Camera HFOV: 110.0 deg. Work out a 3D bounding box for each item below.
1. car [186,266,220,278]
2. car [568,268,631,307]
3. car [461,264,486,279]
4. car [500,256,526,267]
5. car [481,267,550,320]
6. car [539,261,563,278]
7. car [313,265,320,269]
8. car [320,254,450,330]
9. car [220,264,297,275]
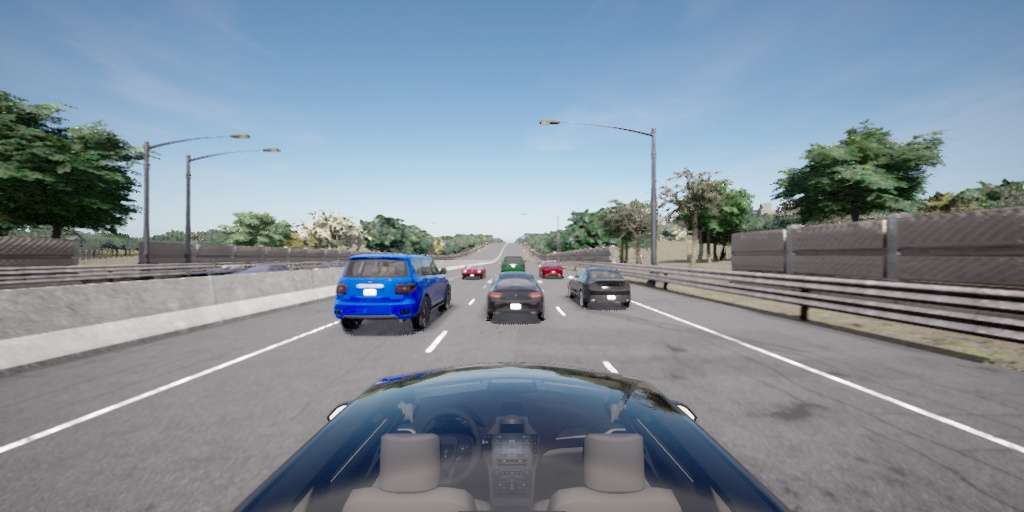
[{"bbox_3d":[-21.092,1.350,26.342,1.895,1.301,4.718,0,0,0],"label":"car"},{"bbox_3d":[3.603,1.249,15.399,1.837,1.490,4.892,0,0,0],"label":"car"},{"bbox_3d":[-3.394,1.358,32.749,1.895,1.301,4.718,0,0,0],"label":"car"},{"bbox_3d":[0.107,0.979,33.215,2.150,2.045,5.566,0,0,0],"label":"car"},{"bbox_3d":[0.103,1.269,12.471,1.812,1.442,4.674,0,0,0],"label":"car"},{"bbox_3d":[3.607,1.236,33.749,1.882,1.535,5.008,0,0,0],"label":"car"},{"bbox_3d":[-14.089,1.256,28.010,1.837,1.490,4.892,0,0,0],"label":"car"},{"bbox_3d":[-3.397,0.964,11.257,2.150,2.045,5.566,0,0,0],"label":"car"},{"bbox_3d":[-17.593,1.296,25.732,2.033,1.411,5.357,0,0,0],"label":"car"}]
